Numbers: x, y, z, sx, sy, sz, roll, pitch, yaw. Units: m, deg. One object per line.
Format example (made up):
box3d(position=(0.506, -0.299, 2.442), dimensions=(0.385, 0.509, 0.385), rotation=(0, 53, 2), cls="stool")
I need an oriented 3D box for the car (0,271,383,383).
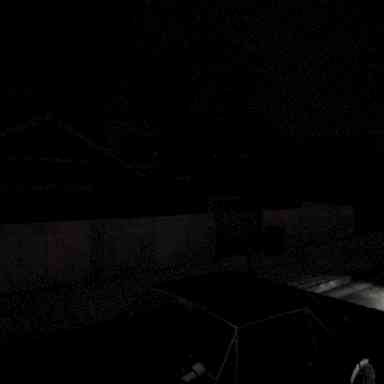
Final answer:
box3d(position=(0.054, 1.607, 3.198), dimensions=(4.718, 1.301, 1.895), rotation=(0, 0, -36), cls="car")
